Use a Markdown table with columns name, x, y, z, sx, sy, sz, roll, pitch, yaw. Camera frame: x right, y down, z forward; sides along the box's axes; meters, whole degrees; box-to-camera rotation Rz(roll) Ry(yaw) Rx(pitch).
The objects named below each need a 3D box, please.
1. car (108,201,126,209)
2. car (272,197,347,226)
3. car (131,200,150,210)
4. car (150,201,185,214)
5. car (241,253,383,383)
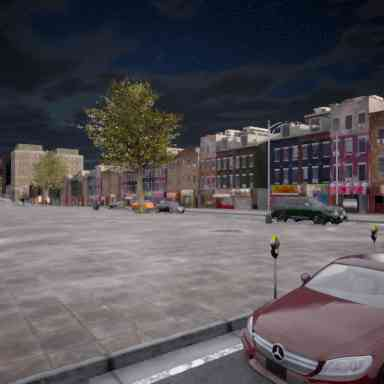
| name | x | y | z | sx | sy | sz | roll | pitch | yaw |
| --- | --- | --- | --- | --- | --- | --- | --- | --- | --- |
| car | -13.826 | 2.396 | 61.054 | 2.128 | 1.511 | 4.902 | 0 | -1 | -35 |
| car | 8.549 | 1.375 | 24.798 | 2.150 | 2.045 | 5.566 | 0 | -1 | -36 |
| car | -7.951 | 2.040 | 52.868 | 2.097 | 1.767 | 4.553 | 0 | -1 | -36 |
| car | -2.688 | 1.927 | 40.480 | 2.128 | 1.511 | 4.902 | 0 | -1 | -36 |
| car | 2.572 | 1.582 | 4.638 | 4.206 | 1.307 | 1.802 | 0 | 0 | -35 |
